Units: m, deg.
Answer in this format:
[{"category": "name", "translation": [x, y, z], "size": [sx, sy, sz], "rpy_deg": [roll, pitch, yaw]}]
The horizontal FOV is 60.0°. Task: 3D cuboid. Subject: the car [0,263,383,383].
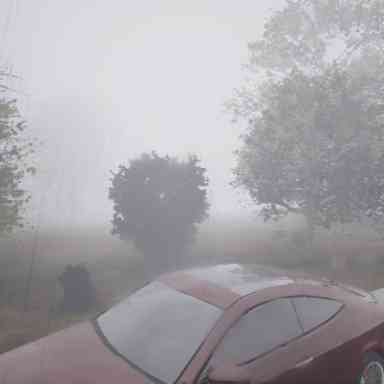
[{"category": "car", "translation": [0.168, 1.528, 3.192], "size": [4.674, 1.442, 1.812], "rpy_deg": [0, 0, -36]}]
